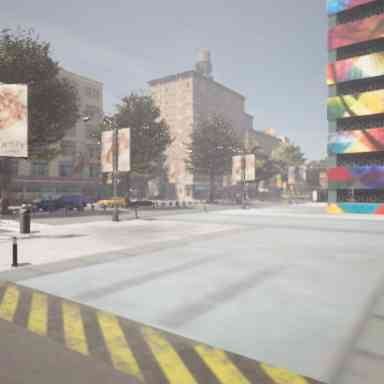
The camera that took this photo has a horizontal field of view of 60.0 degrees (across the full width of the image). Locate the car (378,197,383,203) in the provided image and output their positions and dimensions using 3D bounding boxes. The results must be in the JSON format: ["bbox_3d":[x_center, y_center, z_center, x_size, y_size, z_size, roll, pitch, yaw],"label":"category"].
[{"bbox_3d":[25.894,1.430,44.015,2.161,1.482,4.786,0,0,35],"label":"car"}]

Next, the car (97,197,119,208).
[{"bbox_3d":[-11.985,1.513,50.111,1.882,1.535,5.008,0,1,36],"label":"car"}]

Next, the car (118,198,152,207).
[{"bbox_3d":[-8.147,1.634,49.447,1.895,1.301,4.718,0,0,36],"label":"car"}]

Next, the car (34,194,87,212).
[{"bbox_3d":[-15.243,1.251,39.566,2.150,2.045,5.566,0,0,36],"label":"car"}]

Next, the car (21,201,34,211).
[{"bbox_3d":[-18.461,1.523,41.067,2.128,1.511,4.902,0,0,36],"label":"car"}]
